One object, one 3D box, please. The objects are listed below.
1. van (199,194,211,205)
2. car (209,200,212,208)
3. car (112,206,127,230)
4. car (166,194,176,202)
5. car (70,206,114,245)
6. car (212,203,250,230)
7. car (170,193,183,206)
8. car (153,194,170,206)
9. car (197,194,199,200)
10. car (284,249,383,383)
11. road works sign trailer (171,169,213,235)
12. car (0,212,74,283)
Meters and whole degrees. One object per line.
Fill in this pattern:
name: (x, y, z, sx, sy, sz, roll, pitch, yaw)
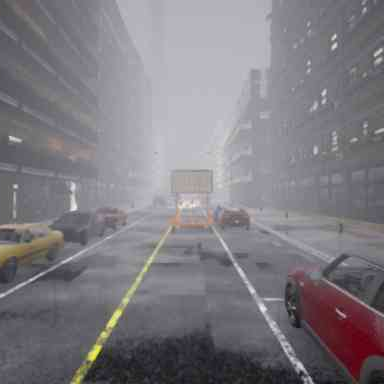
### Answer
van: (2.589, 1.402, 60.990, 1.690, 1.788, 3.998, 1, 0, 0)
car: (2.580, 1.578, 26.964, 2.008, 1.369, 4.403, 1, 0, 0)
car: (-5.301, 1.566, 21.265, 1.887, 1.381, 4.507, 1, 0, 0)
car: (-5.287, 1.399, 83.645, 2.192, 1.841, 5.009, 1, 0, 0)
car: (-5.302, 1.582, 15.594, 1.947, 1.339, 4.313, 1, 0, 0)
car: (2.579, 1.567, 21.293, 1.887, 1.381, 4.507, 1, 0, 0)
car: (-2.799, 1.279, 57.147, 2.150, 2.045, 5.566, 0, 0, 1)
car: (-5.292, 1.370, 55.290, 2.192, 1.841, 5.009, 1, 0, 0)
car: (2.595, 1.411, 95.015, 2.192, 1.841, 5.009, 1, 0, 0)
car: (2.577, 1.445, 4.281, 1.967, 1.590, 4.097, 1, 0, 0)
road works sign trailer: (0.009, 0.484, 19.141, 2.380, 3.560, 2.880, 0, 0, 0)
car: (-5.303, 1.535, 9.753, 1.752, 1.417, 4.829, 1, 0, 0)
